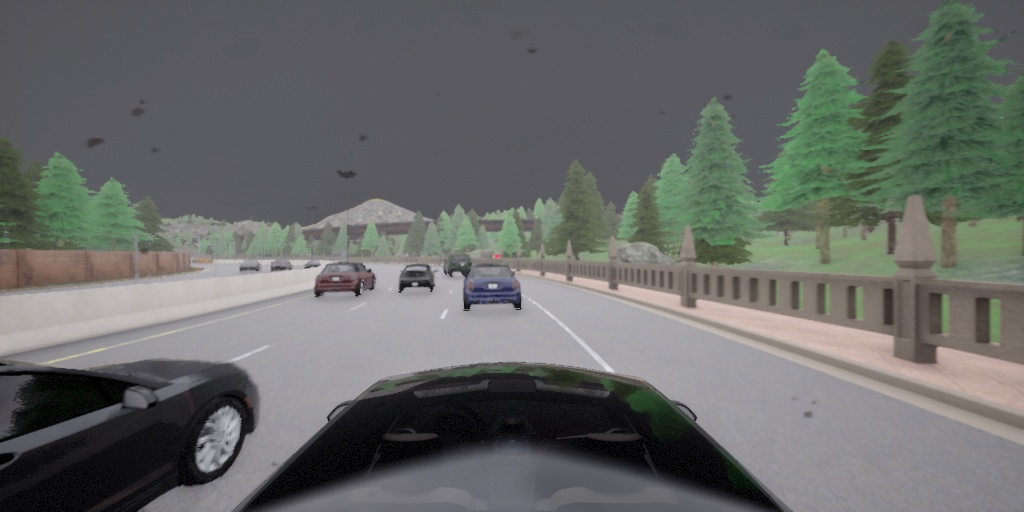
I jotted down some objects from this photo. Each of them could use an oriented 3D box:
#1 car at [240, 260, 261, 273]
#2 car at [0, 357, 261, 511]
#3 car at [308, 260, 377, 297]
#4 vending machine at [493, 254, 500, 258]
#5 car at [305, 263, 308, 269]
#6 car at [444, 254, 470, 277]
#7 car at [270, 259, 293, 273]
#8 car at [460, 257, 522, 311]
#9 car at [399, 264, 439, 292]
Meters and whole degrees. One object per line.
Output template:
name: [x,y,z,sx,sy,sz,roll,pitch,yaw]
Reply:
car: [-33.152,1.274,45.589,1.882,1.535,5.008,-1,0,-30]
car: [-3.531,1.282,1.755,1.837,1.490,4.892,0,0,0]
car: [-8.634,1.087,18.966,2.097,1.767,4.553,0,0,-10]
vending machine: [-1.957,0.741,48.191,1.100,2.100,0.880,0,0,-24]
car: [-25.154,1.282,45.582,2.033,1.411,5.357,-1,0,-27]
car: [-5.193,0.857,34.311,2.150,2.045,5.566,0,0,-18]
car: [-28.820,1.118,44.947,2.097,1.767,4.553,-1,0,-28]
car: [-0.897,1.049,14.474,2.097,1.767,4.553,0,0,-7]
car: [-5.416,1.206,20.894,1.837,1.490,4.892,0,0,-10]
